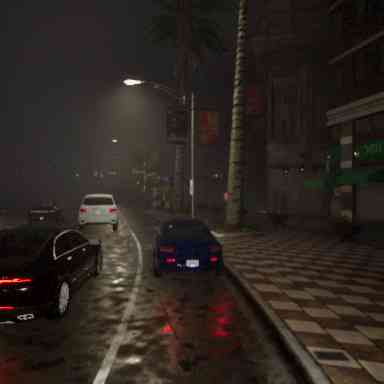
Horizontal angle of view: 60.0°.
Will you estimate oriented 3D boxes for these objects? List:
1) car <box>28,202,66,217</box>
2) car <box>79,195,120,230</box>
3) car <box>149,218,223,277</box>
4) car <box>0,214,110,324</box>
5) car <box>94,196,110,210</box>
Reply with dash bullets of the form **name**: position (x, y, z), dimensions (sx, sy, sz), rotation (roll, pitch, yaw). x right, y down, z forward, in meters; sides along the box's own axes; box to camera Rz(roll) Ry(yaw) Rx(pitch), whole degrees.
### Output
- **car**: position (-9.939, 1.431, 23.029), dimensions (2.128, 1.511, 4.902), rotation (0, 0, -14)
- **car**: position (-5.746, 1.177, 20.720), dimensions (2.150, 2.045, 5.566), rotation (0, 0, -13)
- **car**: position (-0.287, 1.510, 10.118), dimensions (1.812, 1.442, 4.674), rotation (0, 0, -8)
- **car**: position (-3.252, 1.487, 7.209), dimensions (1.837, 1.490, 4.892), rotation (0, 0, -3)
- **car**: position (-11.553, 1.387, 42.811), dimensions (1.882, 1.535, 5.008), rotation (0, 0, -15)
